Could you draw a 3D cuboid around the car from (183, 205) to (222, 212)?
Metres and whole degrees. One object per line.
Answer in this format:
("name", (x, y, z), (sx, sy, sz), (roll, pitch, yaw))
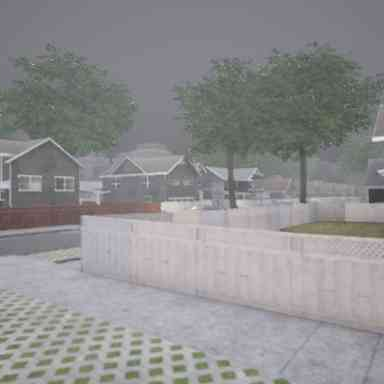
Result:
("car", (0.938, 1.885, 30.588), (2.033, 1.411, 5.357), (-1, -1, 35))

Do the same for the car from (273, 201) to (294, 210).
("car", (13.039, 2.017, 47.427), (2.033, 1.411, 5.357), (-1, -1, 35))
